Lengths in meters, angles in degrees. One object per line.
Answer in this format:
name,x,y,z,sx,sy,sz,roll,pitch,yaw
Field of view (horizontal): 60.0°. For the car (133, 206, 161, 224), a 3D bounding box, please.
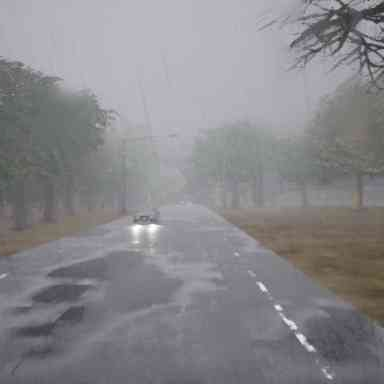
car,-3.661,1.868,27.575,1.994,1.385,4.181,0,-1,0
